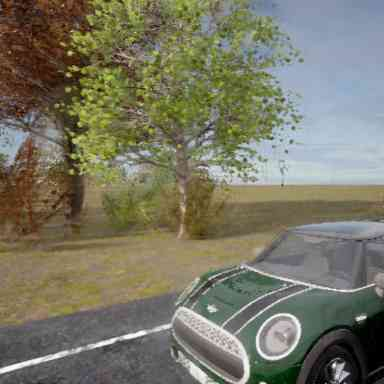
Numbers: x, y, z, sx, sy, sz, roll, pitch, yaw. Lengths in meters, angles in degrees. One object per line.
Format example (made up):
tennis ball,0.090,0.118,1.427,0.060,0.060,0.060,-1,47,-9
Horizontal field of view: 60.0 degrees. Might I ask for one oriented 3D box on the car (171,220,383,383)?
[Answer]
car,1.962,1.263,4.668,4.553,1.767,2.097,-1,1,-32
